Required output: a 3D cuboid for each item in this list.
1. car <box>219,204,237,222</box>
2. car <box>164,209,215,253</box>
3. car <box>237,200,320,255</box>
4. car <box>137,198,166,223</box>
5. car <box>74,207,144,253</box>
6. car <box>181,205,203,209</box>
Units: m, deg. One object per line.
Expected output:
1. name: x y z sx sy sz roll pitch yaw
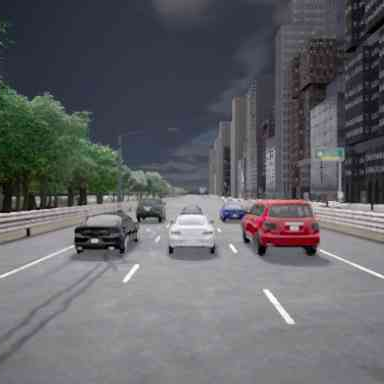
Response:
1. car: 3.492 1.782 29.473 1.882 1.535 5.008 0 0 0
2. car: -0.002 1.668 14.377 1.812 1.442 4.674 0 0 0
3. car: 3.494 1.355 14.024 2.150 2.045 5.566 0 0 0
4. car: -3.513 1.516 29.023 2.150 2.045 5.566 0 0 0
5. car: -3.502 1.621 14.466 1.882 1.535 5.008 0 0 0
6. car: -0.009 1.866 29.263 1.994 1.385 4.181 0 -1 0
